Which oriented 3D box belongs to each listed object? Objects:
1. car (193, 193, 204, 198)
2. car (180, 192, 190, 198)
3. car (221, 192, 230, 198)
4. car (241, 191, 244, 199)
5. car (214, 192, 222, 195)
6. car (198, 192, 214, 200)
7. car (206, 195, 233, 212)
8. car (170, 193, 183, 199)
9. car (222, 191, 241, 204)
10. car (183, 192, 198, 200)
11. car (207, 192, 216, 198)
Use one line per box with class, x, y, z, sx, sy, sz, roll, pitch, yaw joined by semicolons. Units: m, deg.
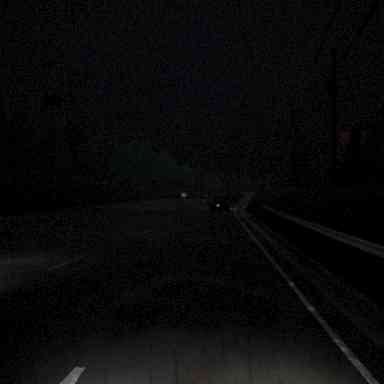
car;1.705;0.836;86.657;1.895;1.301;4.718;0;0;11
car;-1.739;0.751;87.277;1.812;1.442;4.674;0;0;11
car;8.578;0.821;85.329;1.994;1.385;4.181;0;0;11
car;12.023;0.674;84.705;2.150;2.045;5.566;0;0;11
car;6.716;1.042;75.468;1.994;1.385;4.181;0;0;11
car;3.205;0.979;75.740;1.837;1.490;4.892;0;0;11
car;2.992;1.325;35.833;1.994;1.385;4.181;0;0;10
car;-3.673;0.952;77.039;1.837;1.490;4.892;0;0;11
car;6.724;0.984;56.098;2.097;1.767;4.553;0;0;11
car;-0.157;1.016;76.799;1.994;1.385;4.181;0;0;11
car;5.139;0.754;85.978;1.837;1.490;4.892;0;0;11
